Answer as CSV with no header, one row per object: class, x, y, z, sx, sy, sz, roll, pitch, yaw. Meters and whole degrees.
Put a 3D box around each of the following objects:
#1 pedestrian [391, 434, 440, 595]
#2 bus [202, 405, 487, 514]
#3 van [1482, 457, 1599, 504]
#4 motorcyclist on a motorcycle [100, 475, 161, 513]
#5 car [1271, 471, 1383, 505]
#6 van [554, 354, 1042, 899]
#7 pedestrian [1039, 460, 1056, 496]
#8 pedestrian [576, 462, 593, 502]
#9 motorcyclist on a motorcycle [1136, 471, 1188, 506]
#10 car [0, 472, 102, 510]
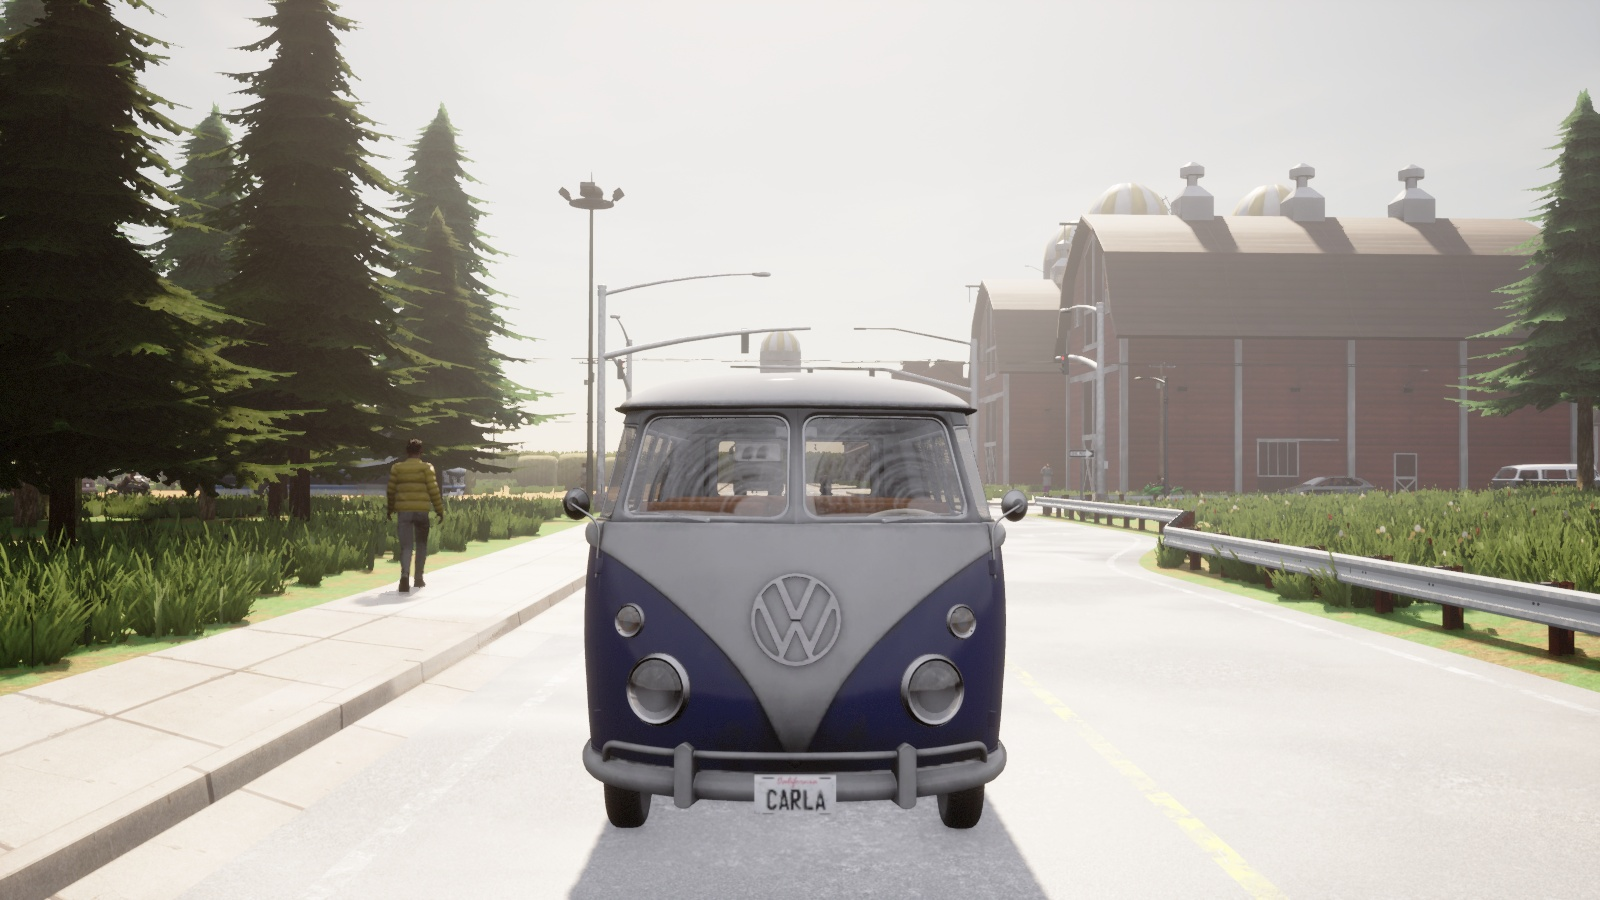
pedestrian,-4.500,0.741,14.716,0.431,1.840,0.709,0,-1,-8
bus,-18.437,0.402,51.531,10.273,4.253,3.944,0,-1,-1
van,33.357,1.371,56.218,4.480,2.038,2.069,0,-1,-1
motorcyclist on a motorcycle,-27.342,1.792,51.301,2.044,1.523,0.797,0,-1,-1
car,23.452,1.699,55.983,4.193,1.474,1.816,0,-1,-1
van,-0.024,0.681,6.802,1.775,1.987,4.442,0,-1,0
pedestrian,13.415,1.497,68.116,0.659,1.952,0.873,0,-1,-8
pedestrian,-10.100,1.513,58.879,0.694,1.848,0.540,0,-1,6
motorcyclist on a motorcycle,16.080,1.694,55.812,2.044,1.523,0.797,0,-1,-1
car,-32.903,1.787,54.674,3.988,1.617,1.851,0,-1,-1
